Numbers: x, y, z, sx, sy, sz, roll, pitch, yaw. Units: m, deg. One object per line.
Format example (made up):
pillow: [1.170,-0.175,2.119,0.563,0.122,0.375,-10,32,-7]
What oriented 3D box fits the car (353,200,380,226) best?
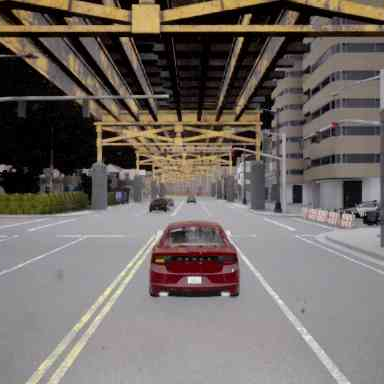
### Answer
car: [13.218,1.397,21.292,4.974,1.542,2.038,0,0,-20]

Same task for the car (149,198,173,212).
car: [-3.658,1.437,37.817,1.882,1.535,5.008,0,0,1]

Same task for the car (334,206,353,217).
car: [13.583,1.233,25.430,4.536,1.218,1.853,0,0,25]

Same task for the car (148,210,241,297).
car: [0.055,1.468,8.598,1.882,1.535,5.008,0,0,0]

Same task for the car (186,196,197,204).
car: [-0.129,1.466,63.273,2.033,1.411,5.357,0,0,0]
